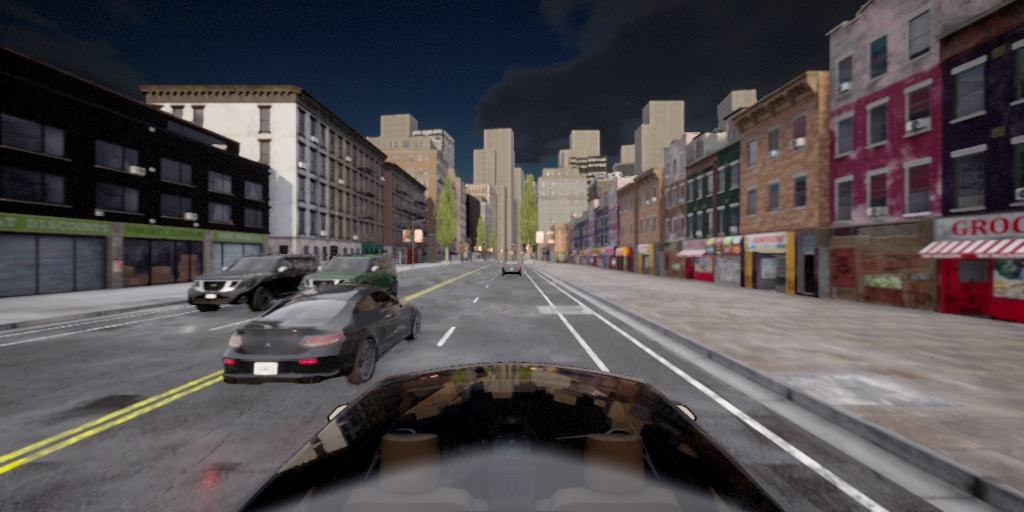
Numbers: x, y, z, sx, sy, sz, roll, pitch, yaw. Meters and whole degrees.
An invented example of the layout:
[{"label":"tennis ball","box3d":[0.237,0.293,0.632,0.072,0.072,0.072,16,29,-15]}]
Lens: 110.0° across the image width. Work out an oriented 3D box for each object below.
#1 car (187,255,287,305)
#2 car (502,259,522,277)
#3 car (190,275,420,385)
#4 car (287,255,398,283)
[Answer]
[{"label":"car","box3d":[-9.761,0.970,14.403,2.150,2.045,5.566,0,0,0]},{"label":"car","box3d":[-0.004,1.252,35.800,2.163,1.488,4.792,0,0,0]},{"label":"car","box3d":[-3.152,1.273,6.895,1.812,1.442,4.674,0,0,0]},{"label":"car","box3d":[-6.506,0.968,15.024,2.150,2.045,5.566,0,0,0]}]
